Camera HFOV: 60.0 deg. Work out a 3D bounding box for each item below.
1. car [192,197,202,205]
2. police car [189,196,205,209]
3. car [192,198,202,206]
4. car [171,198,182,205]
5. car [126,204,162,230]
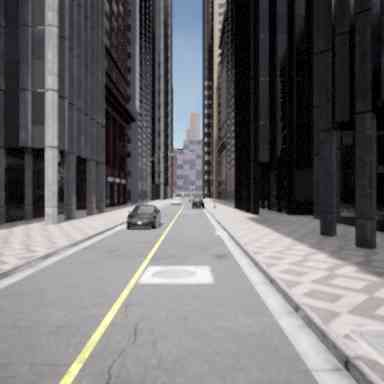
[{"bbox_3d":[0.903,1.786,65.640,1.837,1.490,4.892,0,0,0],"label":"car"},{"bbox_3d":[0.903,1.626,49.750,1.930,1.638,5.238,0,0,0],"label":"police car"},{"bbox_3d":[0.903,1.775,59.640,1.812,1.442,4.674,0,0,0],"label":"car"},{"bbox_3d":[-3.010,1.870,63.641,1.895,1.301,4.718,0,0,0],"label":"car"},{"bbox_3d":[-3.096,1.565,22.172,1.882,1.535,5.008,0,0,0],"label":"car"}]
